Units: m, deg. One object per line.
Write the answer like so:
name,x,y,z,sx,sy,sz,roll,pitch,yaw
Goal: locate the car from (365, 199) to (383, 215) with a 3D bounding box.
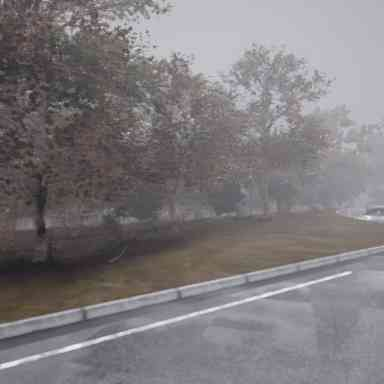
car,17.218,1.376,31.047,2.033,1.411,5.357,0,0,26
